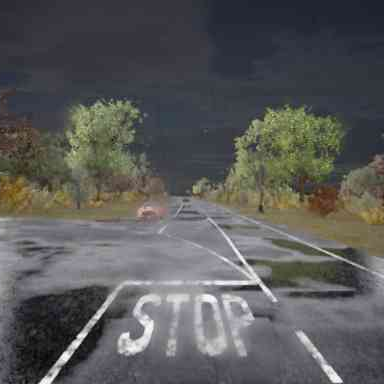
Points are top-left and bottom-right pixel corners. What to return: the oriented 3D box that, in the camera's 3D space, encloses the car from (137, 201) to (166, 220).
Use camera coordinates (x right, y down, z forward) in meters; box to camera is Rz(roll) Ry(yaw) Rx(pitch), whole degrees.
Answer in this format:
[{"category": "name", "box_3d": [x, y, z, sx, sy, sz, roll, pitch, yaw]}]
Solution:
[{"category": "car", "box_3d": [-3.532, 1.564, 29.614, 2.097, 1.767, 4.553, 1, -2, 0]}]
